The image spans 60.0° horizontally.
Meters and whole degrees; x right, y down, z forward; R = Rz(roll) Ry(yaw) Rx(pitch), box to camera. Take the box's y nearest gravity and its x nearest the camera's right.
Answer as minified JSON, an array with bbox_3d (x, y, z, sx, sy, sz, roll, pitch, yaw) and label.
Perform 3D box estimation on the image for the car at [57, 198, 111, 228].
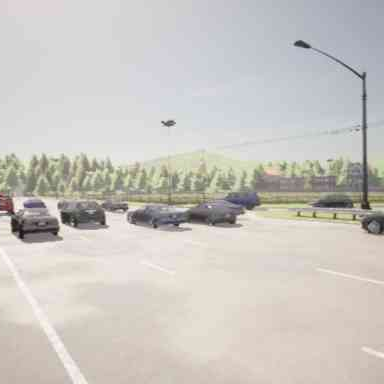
[{"bbox_3d":[-7.575,1.348,22.790,2.097,1.767,4.553,-1,0,-34],"label":"car"}]

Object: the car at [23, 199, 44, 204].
[{"bbox_3d":[-18.639,1.551,39.245,1.882,1.535,5.008,-1,0,-34],"label":"car"}]

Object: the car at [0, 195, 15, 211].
[{"bbox_3d":[-20.267,1.335,35.386,2.150,2.045,5.566,-1,1,-34],"label":"car"}]

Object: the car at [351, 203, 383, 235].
[{"bbox_3d":[10.238,1.297,15.117,1.837,1.490,4.892,-1,0,-34],"label":"car"}]

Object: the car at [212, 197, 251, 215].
[{"bbox_3d":[2.042,1.396,27.305,2.033,1.411,5.357,-1,0,-34],"label":"car"}]

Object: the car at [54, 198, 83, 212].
[{"bbox_3d":[-14.863,1.512,39.904,2.128,1.511,4.902,-1,0,-34],"label":"car"}]

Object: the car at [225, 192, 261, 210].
[{"bbox_3d":[4.840,0.990,37.124,5.566,2.045,2.150,-1,0,13],"label":"car"}]

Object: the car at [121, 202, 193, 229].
[{"bbox_3d":[-2.420,1.481,21.398,2.033,1.411,5.357,-1,0,-34],"label":"car"}]

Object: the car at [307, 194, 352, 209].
[{"bbox_3d":[14.983,0.988,36.267,4.553,1.767,2.097,-1,0,-3],"label":"car"}]

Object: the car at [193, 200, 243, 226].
[{"bbox_3d":[1.103,1.446,22.431,1.994,1.385,4.181,-1,0,-34],"label":"car"}]

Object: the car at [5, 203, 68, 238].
[{"bbox_3d":[-8.564,1.579,17.992,2.033,1.411,5.357,-1,0,-34],"label":"car"}]

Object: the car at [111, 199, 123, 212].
[{"bbox_3d":[-8.838,1.498,37.213,2.033,1.411,5.357,-1,0,-34],"label":"car"}]
